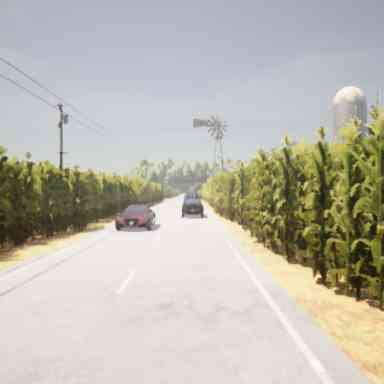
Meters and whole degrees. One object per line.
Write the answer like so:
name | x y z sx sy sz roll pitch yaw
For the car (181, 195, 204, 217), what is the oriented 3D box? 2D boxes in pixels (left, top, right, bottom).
car | 0.054 1.332 29.326 1.882 1.535 5.008 0 0 0

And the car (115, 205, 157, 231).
car | -3.233 1.467 19.826 1.994 1.385 4.181 0 0 0

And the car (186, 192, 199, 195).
car | 0.033 1.006 43.957 2.150 2.045 5.566 0 1 0
